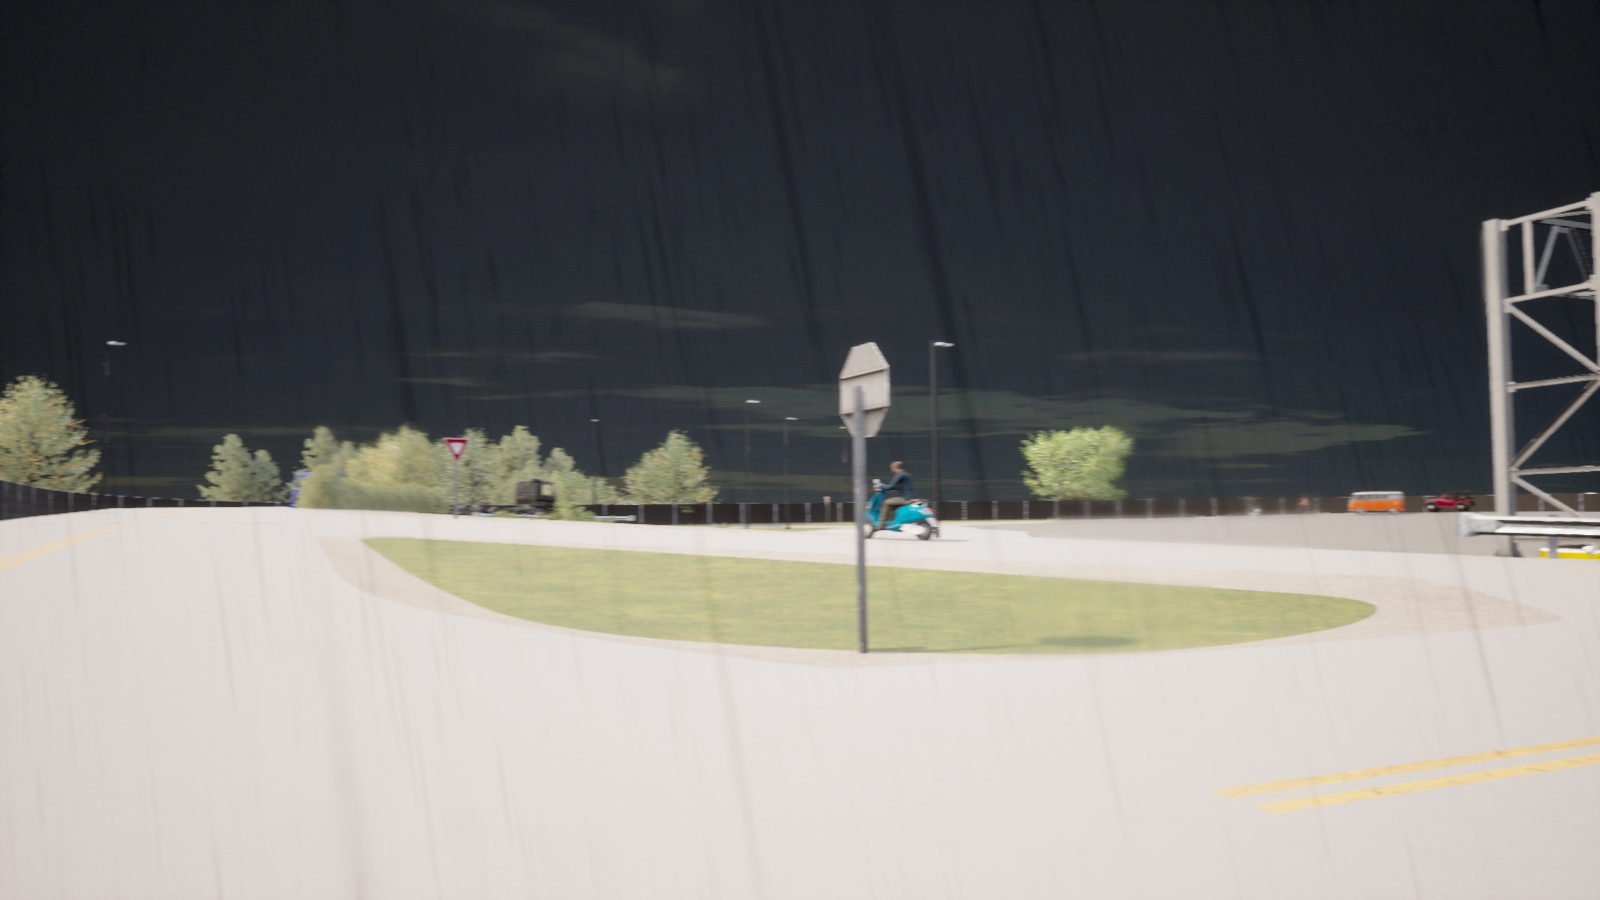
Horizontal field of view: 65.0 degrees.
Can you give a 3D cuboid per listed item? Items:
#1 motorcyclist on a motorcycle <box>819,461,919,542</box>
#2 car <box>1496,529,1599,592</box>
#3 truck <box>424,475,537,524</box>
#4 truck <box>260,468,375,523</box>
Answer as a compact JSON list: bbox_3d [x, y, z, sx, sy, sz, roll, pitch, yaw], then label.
[{"bbox_3d":[1.387,1.030,25.341,1.817,1.590,0.866,-1,-2,32],"label":"motorcyclist on a motorcycle"},{"bbox_3d":[17.990,2.588,29.701,1.481,1.376,2.207,1,-3,-23],"label":"car"},{"bbox_3d":[-24.187,3.839,95.422,2.891,3.462,7.936,-4,-6,43],"label":"truck"},{"bbox_3d":[-33.266,3.245,86.971,2.891,3.462,7.936,-2,-5,19],"label":"truck"}]
